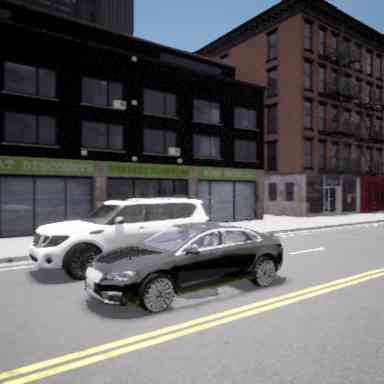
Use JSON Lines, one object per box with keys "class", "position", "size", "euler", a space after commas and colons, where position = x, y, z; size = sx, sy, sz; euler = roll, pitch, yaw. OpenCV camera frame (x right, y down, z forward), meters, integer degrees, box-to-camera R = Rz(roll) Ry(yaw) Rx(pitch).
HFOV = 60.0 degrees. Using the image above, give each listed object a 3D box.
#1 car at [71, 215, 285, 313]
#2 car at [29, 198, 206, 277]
{"class": "car", "position": [0.068, 1.492, 7.726], "size": [4.902, 1.511, 2.128], "euler": [0, 0, -35]}
{"class": "car", "position": [-1.920, 1.222, 10.296], "size": [5.566, 2.045, 2.150], "euler": [0, 0, -36]}
